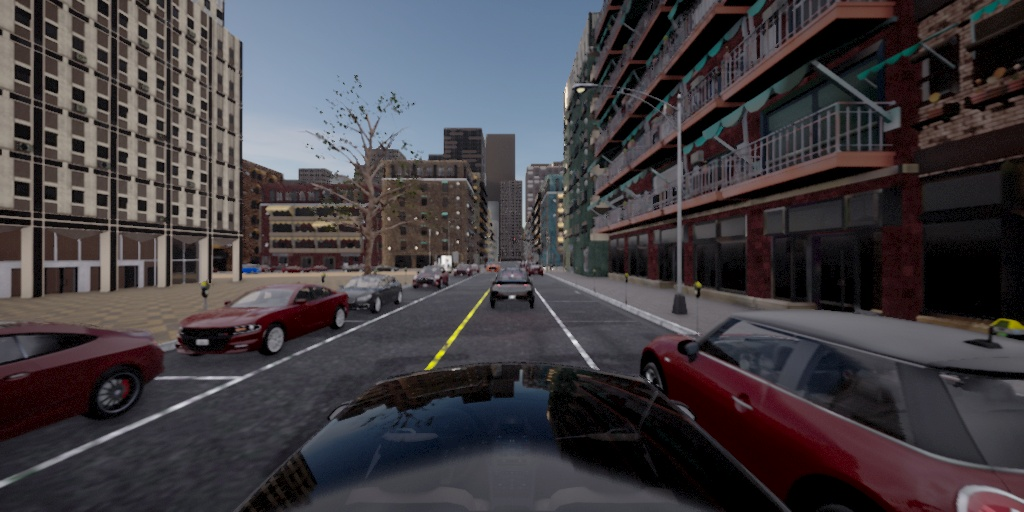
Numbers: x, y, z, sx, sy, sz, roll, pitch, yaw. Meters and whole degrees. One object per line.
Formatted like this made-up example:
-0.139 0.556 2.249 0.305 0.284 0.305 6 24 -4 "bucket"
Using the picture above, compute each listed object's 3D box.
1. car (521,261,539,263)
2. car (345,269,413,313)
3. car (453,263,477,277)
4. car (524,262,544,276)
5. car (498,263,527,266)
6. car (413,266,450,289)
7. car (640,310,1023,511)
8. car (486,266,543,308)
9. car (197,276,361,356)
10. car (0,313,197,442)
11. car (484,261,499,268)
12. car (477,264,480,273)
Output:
2.732 1.513 47.515 2.192 1.841 5.009 0 0 0 "car"
-5.680 1.420 14.360 2.007 1.370 4.403 0 0 0 "car"
-5.654 1.581 41.996 1.967 1.591 4.097 0 0 0 "car"
2.727 1.687 41.987 1.888 1.381 4.507 0 0 0 "car"
0.032 1.598 31.142 1.994 1.385 4.181 0 -1 0 "car"
-5.669 1.416 25.415 1.967 1.591 4.097 0 0 0 "car"
2.691 1.205 3.297 1.967 1.591 4.097 0 0 0 "car"
0.018 1.380 16.146 2.128 1.511 4.902 0 0 0 "car"
-5.685 1.362 8.833 1.888 1.381 4.507 0 0 0 "car"
-5.690 1.346 3.306 1.802 1.307 4.207 0 0 0 "car"
-2.949 1.649 57.515 2.097 1.767 4.553 0 0 0 "car"
-5.644 1.836 53.052 1.802 1.307 4.207 0 0 0 "car"
